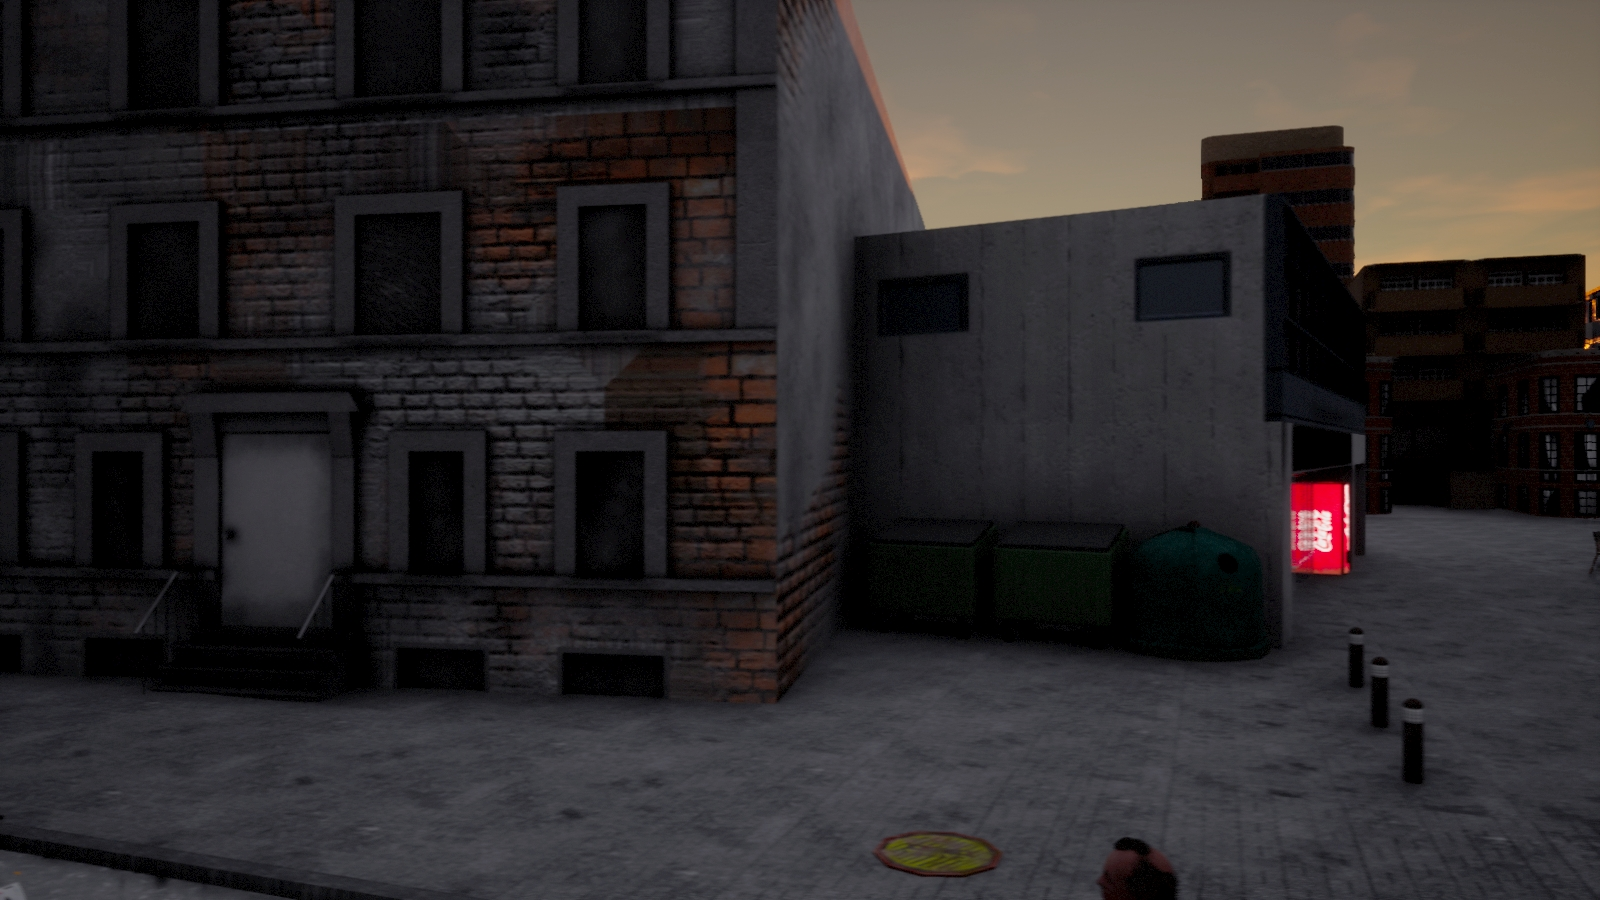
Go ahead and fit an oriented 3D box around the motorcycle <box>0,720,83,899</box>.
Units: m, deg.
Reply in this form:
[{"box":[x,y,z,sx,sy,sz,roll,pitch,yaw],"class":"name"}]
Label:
[{"box":[-4.669,1.985,5.519,2.209,1.251,0.867,0,0,20],"class":"motorcycle"}]
